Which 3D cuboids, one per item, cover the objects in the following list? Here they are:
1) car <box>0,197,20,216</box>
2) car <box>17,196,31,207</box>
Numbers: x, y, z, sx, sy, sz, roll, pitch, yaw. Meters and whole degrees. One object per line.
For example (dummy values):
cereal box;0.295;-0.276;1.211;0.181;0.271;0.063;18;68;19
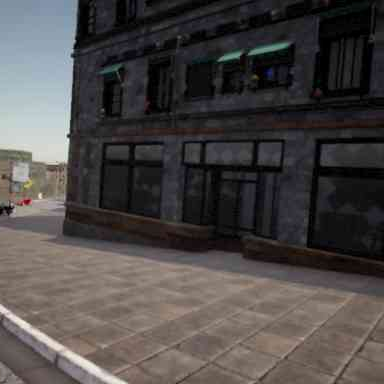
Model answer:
car;-20.234;1.624;35.118;1.882;1.535;5.008;4;-1;-12
car;-27.045;1.424;52.638;1.882;1.535;5.008;4;0;-9
